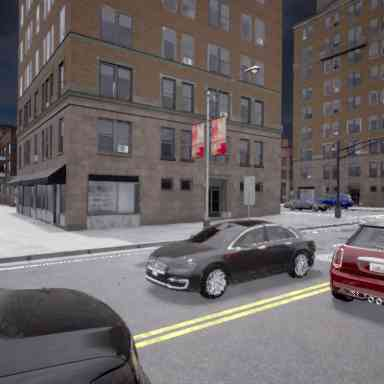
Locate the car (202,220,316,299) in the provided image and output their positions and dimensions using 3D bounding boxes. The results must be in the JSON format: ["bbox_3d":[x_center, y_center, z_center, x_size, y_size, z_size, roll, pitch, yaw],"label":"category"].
[{"bbox_3d":[1.184,1.508,8.549,4.892,1.490,1.837,1,0,-35],"label":"car"}]

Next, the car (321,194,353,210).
[{"bbox_3d":[17.533,1.227,42.438,2.150,2.045,5.566,1,0,-36],"label":"car"}]

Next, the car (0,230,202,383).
[{"bbox_3d":[-2.828,1.221,1.419,5.566,2.045,2.150,0,0,-36],"label":"car"}]

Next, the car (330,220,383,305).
[{"bbox_3d":[4.991,1.355,7.085,4.553,1.767,2.097,0,0,-36],"label":"car"}]

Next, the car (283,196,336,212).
[{"bbox_3d":[12.877,1.469,37.443,2.033,1.411,5.357,1,0,-36],"label":"car"}]
